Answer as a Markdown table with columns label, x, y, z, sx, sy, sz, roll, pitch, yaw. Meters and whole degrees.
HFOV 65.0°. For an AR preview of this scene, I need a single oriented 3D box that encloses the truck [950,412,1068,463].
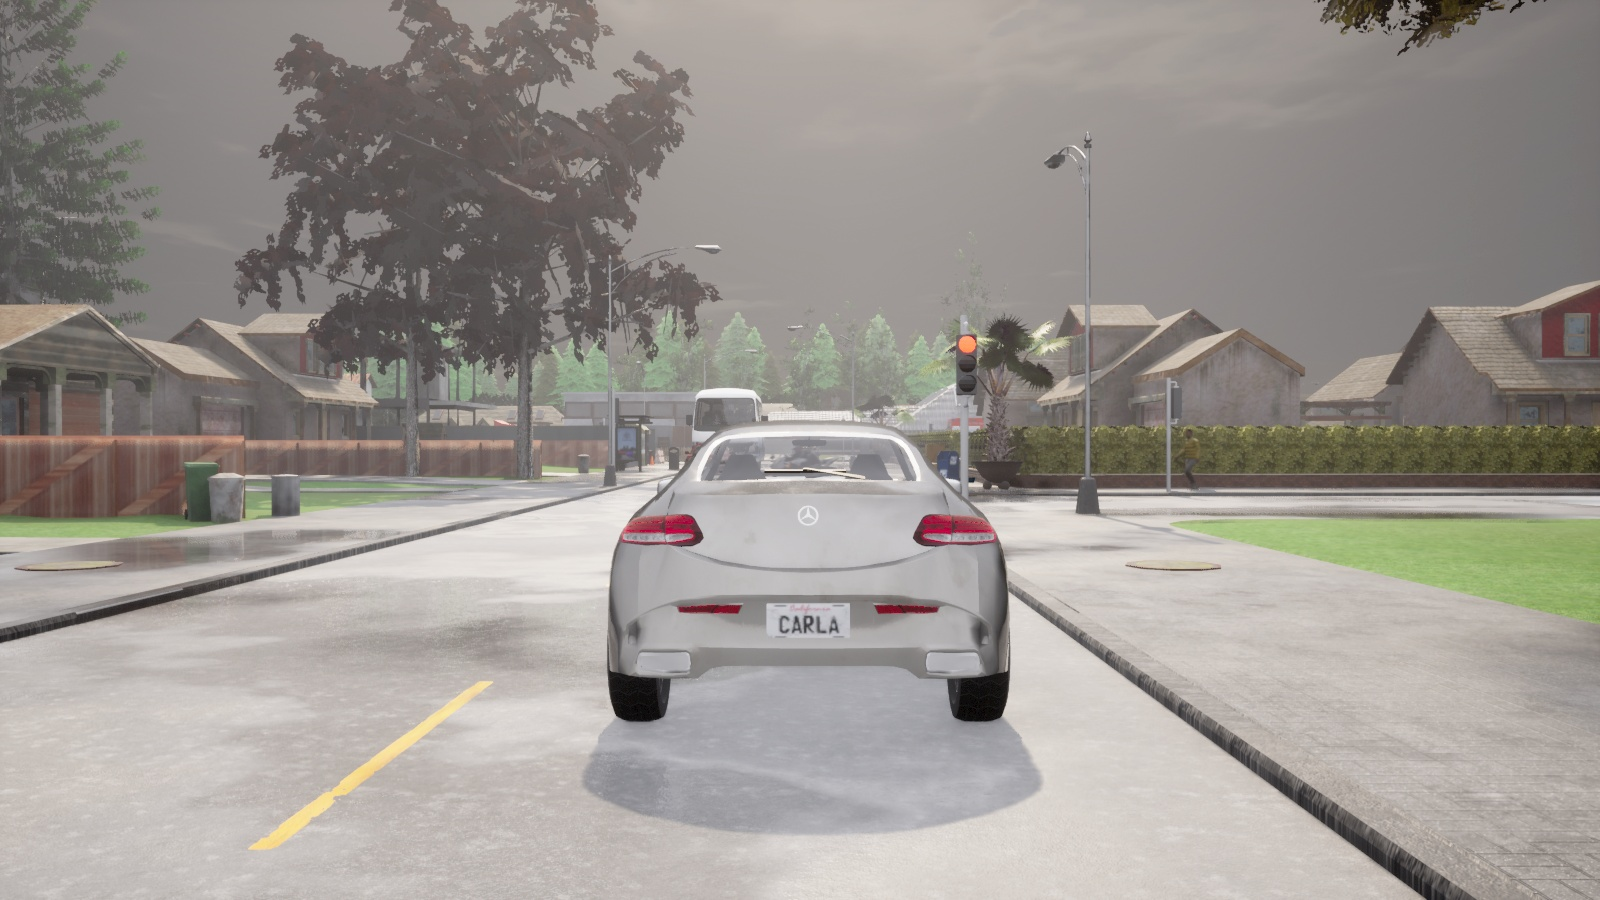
| label | x | y | z | sx | sy | sz | roll | pitch | yaw |
| --- | --- | --- | --- | --- | --- | --- | --- | --- | --- |
| truck | 15.660 | -0.939 | 94.536 | 8.468 | 3.827 | 2.891 | 0 | 0 | 0 |

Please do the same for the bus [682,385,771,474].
| label | x | y | z | sx | sy | sz | roll | pitch | yaw |
| --- | --- | --- | --- | --- | --- | --- | --- | --- | --- |
| bus | -3.622 | -1.001 | 65.183 | 3.944 | 4.253 | 10.273 | 0 | 0 | 0 |

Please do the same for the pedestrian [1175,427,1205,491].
| label | x | y | z | sx | sy | sz | roll | pitch | yaw |
| --- | --- | --- | --- | --- | --- | --- | --- | --- | --- |
| pedestrian | 11.353 | 0.259 | 36.565 | 0.709 | 1.840 | 0.431 | 0 | 0 | -18 |

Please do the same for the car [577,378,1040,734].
| label | x | y | z | sx | sy | sz | roll | pitch | yaw |
| --- | --- | --- | --- | --- | --- | --- | --- | --- | --- |
| car | 0.062 | 0.478 | 8.355 | 2.152 | 1.651 | 5.027 | 0 | 0 | 1 |
